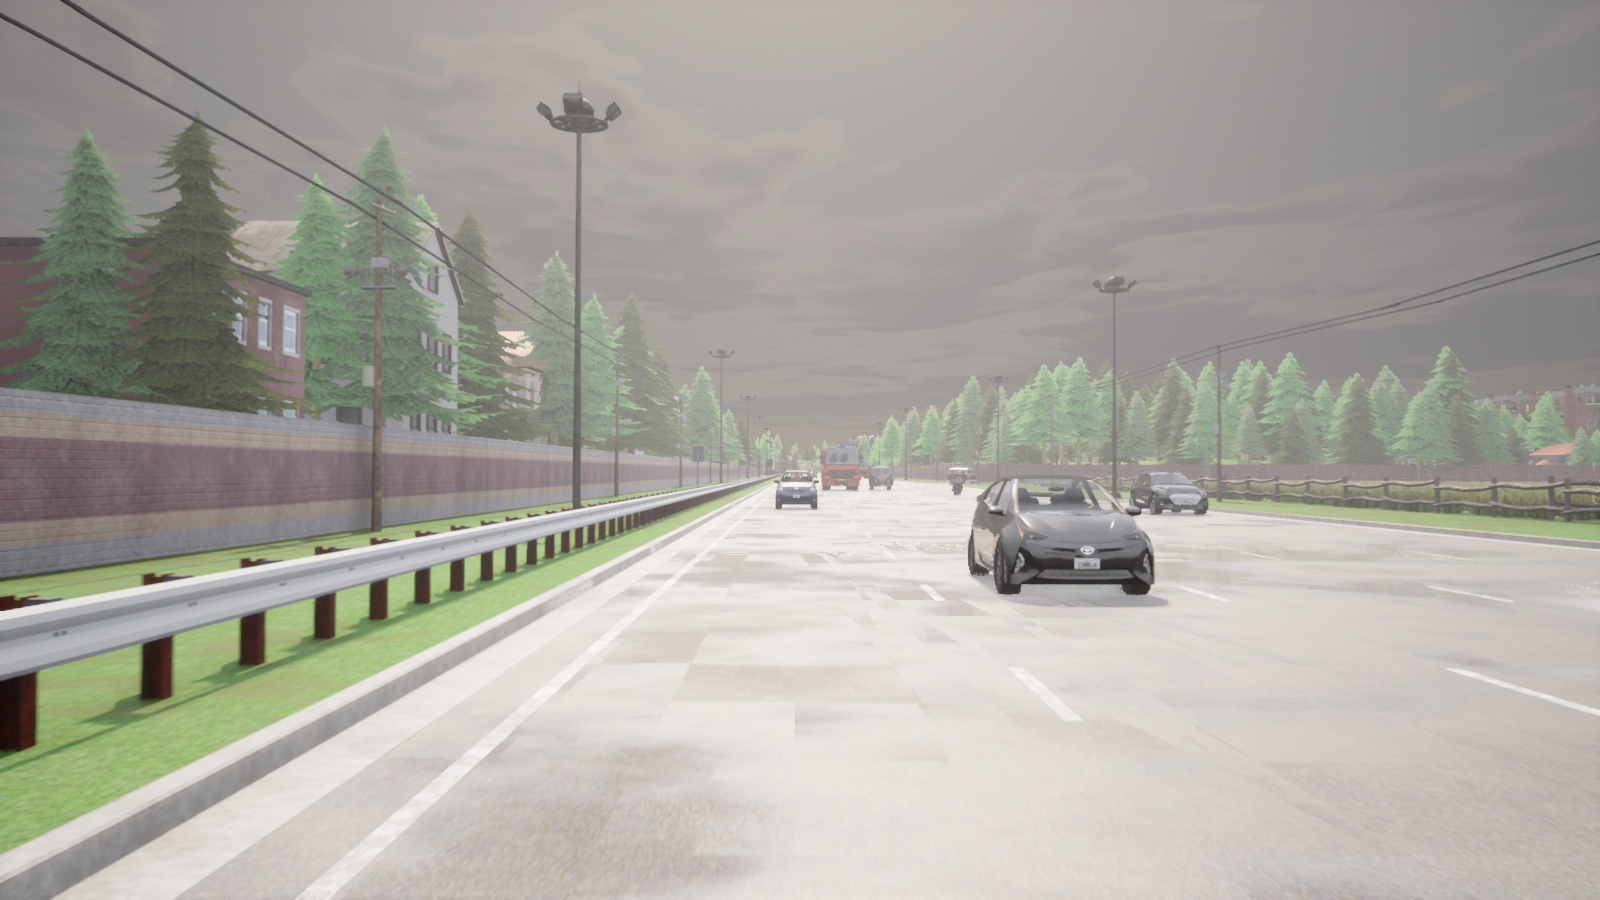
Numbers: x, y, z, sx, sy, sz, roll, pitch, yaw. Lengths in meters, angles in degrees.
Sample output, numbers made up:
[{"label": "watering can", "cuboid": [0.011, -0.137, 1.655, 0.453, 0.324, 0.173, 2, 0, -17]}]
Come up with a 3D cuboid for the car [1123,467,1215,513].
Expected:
[{"label": "car", "cuboid": [13.886, 1.484, 47.511, 2.033, 1.649, 4.856, 0, -1, 0]}]

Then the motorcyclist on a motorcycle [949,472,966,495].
[{"label": "motorcyclist on a motorcycle", "cuboid": [10.301, 2.183, 82.137, 0.866, 1.530, 2.191, 0, -1, 0]}]

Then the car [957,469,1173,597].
[{"label": "car", "cuboid": [3.458, 1.037, 17.322, 2.007, 1.525, 4.514, 0, -1, 0]}]

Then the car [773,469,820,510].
[{"label": "car", "cuboid": [-0.124, 1.578, 51.654, 1.851, 1.617, 3.988, 0, -1, 0]}]
